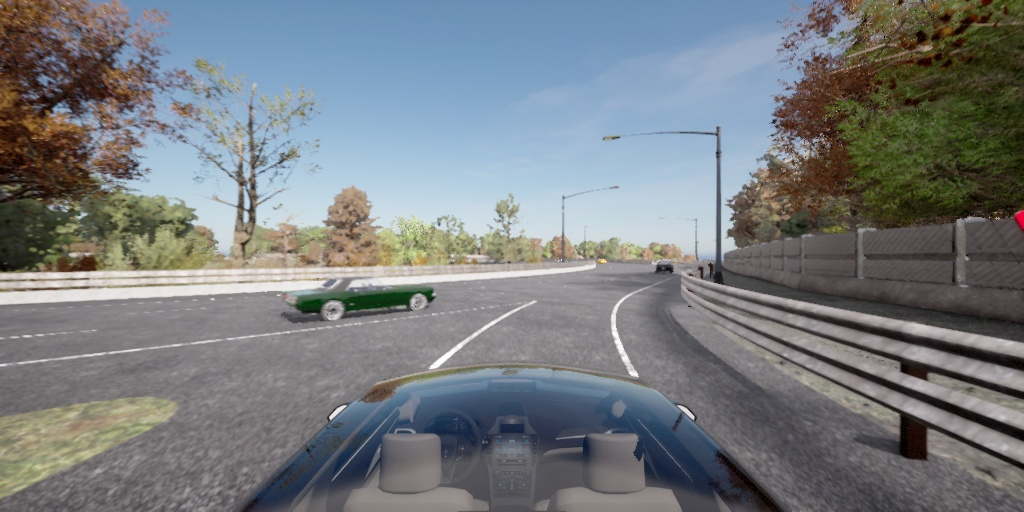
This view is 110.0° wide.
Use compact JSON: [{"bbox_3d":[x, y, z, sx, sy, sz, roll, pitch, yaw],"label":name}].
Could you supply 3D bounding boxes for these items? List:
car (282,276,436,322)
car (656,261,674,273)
[{"bbox_3d":[-5.079,1.353,12.493,4.718,1.301,1.895,0,0,-43],"label":"car"},{"bbox_3d":[19.549,1.370,45.894,1.882,1.535,5.008,0,0,26],"label":"car"}]
